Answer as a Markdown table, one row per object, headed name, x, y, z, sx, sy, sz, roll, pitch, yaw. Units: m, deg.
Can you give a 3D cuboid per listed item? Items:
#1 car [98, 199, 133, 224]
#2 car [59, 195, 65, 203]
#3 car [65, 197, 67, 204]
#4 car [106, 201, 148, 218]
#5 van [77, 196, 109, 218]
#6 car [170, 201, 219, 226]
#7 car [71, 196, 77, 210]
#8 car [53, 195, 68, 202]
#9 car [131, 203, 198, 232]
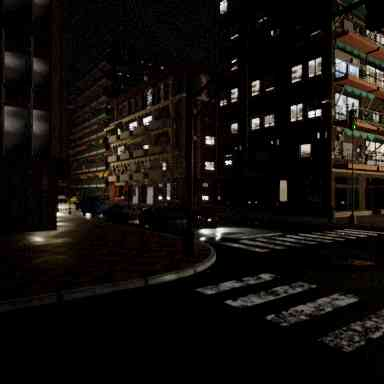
| name | x | y | z | sx | sy | sz | roll | pitch | yaw |
| --- | --- | --- | --- | --- | --- | --- | --- | --- | --- |
| car | -4.956 | 1.460 | 24.247 | 1.752 | 1.417 | 4.829 | 0 | 0 | -36 |
| car | -24.441 | 1.459 | 61.266 | 2.033 | 1.411 | 5.357 | 0 | 0 | -35 |
| car | -21.483 | 1.450 | 61.610 | 1.752 | 1.417 | 4.829 | 0 | 0 | -36 |
| car | -5.992 | 1.539 | 30.125 | 1.895 | 1.301 | 4.718 | 0 | 0 | -36 |
| van | -8.360 | 1.267 | 28.986 | 1.690 | 1.788 | 3.998 | 0 | 0 | -36 |
| car | -0.093 | 1.520 | 21.909 | 1.994 | 1.385 | 4.181 | 0 | 0 | -36 |
| car | -12.061 | 1.430 | 38.592 | 1.837 | 1.490 | 4.892 | 0 | 0 | -35 |
| car | -27.993 | 1.363 | 70.671 | 1.967 | 1.590 | 4.097 | 0 | 0 | -36 |
| car | -1.751 | 1.527 | 19.787 | 1.802 | 1.307 | 4.206 | 0 | 0 | -36 |
